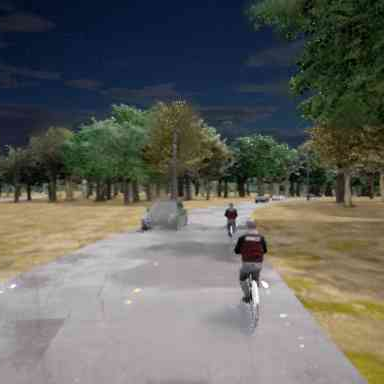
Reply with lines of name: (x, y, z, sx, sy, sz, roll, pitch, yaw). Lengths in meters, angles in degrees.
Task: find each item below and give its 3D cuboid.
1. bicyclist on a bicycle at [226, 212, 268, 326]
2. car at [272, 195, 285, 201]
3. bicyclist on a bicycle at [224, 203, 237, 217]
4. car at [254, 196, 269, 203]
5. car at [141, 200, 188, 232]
bicyclist on a bicycle: (1.077, 1.367, 6.174, 0.659, 1.776, 1.843, 0, 0, 3)
car: (19.182, 1.315, 73.765, 1.895, 1.301, 4.718, 0, 0, 29)
bicyclist on a bicycle: (1.772, 1.350, 14.996, 0.659, 1.776, 1.843, 0, 0, 6)
car: (12.635, 1.376, 59.777, 1.895, 1.301, 4.718, 0, 0, 23)
car: (-1.544, 1.313, 20.009, 2.097, 1.767, 4.553, 0, 0, 8)
